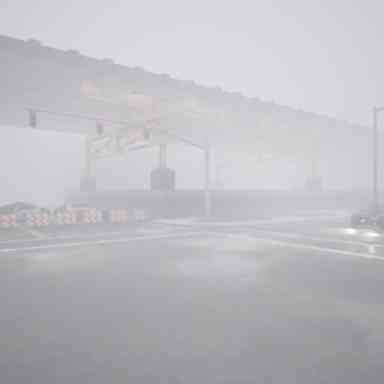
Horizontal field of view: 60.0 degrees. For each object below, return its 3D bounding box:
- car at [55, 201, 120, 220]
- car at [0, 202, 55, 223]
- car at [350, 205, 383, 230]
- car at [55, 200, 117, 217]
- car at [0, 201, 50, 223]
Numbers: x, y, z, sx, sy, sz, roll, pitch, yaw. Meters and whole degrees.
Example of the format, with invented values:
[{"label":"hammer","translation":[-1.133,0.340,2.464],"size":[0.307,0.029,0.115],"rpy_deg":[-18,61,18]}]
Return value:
[{"label":"car","translation":[-8.419,1.479,27.018],"size":[4.974,1.542,2.038],"rpy_deg":[0,0,-7]},{"label":"car","translation":[-12.330,1.488,23.259],"size":[2.038,1.542,4.974],"rpy_deg":[0,0,18]},{"label":"car","translation":[11.807,1.537,21.011],"size":[4.181,1.385,1.994],"rpy_deg":[0,0,-36]},{"label":"car","translation":[-8.471,1.321,27.011],"size":[4.536,1.218,1.853],"rpy_deg":[0,0,-7]},{"label":"car","translation":[-12.314,1.330,23.308],"size":[1.853,1.218,4.536],"rpy_deg":[0,0,18]}]
